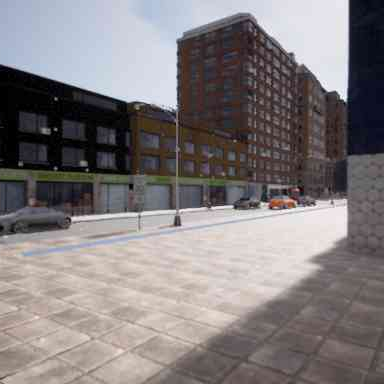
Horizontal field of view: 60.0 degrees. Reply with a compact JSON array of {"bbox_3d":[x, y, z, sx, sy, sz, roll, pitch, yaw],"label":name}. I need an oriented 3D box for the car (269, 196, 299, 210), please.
[{"bbox_3d":[11.565,1.240,42.363,2.097,1.767,4.553,0,0,36],"label":"car"}]

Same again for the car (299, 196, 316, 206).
[{"bbox_3d":[17.346,1.367,50.551,2.128,1.511,4.902,0,0,36],"label":"car"}]

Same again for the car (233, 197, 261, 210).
[{"bbox_3d":[6.739,1.386,40.556,1.837,1.490,4.892,0,0,36],"label":"car"}]

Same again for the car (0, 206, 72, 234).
[{"bbox_3d":[-8.929,1.490,18.652,1.994,1.385,4.181,0,0,36],"label":"car"}]
